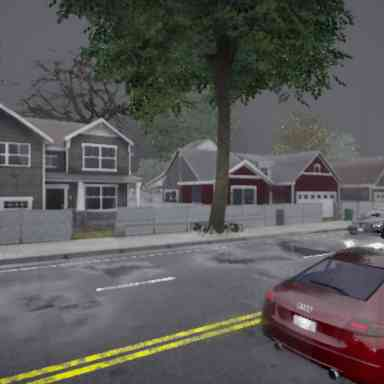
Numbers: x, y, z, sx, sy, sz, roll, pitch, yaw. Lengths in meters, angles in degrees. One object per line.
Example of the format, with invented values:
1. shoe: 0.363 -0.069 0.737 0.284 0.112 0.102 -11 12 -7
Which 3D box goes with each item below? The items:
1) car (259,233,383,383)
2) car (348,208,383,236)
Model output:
1. car: 3.065 1.586 5.158 4.181 1.385 1.994 0 0 -33
2. car: 10.312 1.602 17.748 4.674 1.442 1.812 0 0 -33
